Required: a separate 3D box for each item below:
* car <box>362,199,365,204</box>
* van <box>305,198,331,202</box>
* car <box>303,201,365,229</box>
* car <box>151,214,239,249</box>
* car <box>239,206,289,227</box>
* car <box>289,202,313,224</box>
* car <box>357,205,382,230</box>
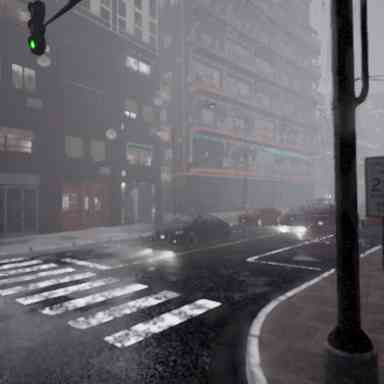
[{"bbox_3d":[23.389,1.590,44.048,1.967,1.590,4.097,-1,-1,44],"label":"car"},{"bbox_3d":[12.353,1.526,32.673,1.690,1.788,3.998,-1,-1,43],"label":"van"},{"bbox_3d":[9.334,1.581,21.688,1.837,1.490,4.892,-2,-1,43],"label":"car"},{"bbox_3d":[0.066,1.728,15.632,1.994,1.385,4.181,-2,-1,42],"label":"car"},{"bbox_3d":[5.132,1.751,24.984,1.887,1.381,4.507,-1,-1,42],"label":"car"},{"bbox_3d":[8.331,1.703,24.770,1.994,1.385,4.181,-2,-1,43],"label":"car"},{"bbox_3d":[11.529,1.587,20.086,1.802,1.307,4.206,-1,-1,43],"label":"car"}]
